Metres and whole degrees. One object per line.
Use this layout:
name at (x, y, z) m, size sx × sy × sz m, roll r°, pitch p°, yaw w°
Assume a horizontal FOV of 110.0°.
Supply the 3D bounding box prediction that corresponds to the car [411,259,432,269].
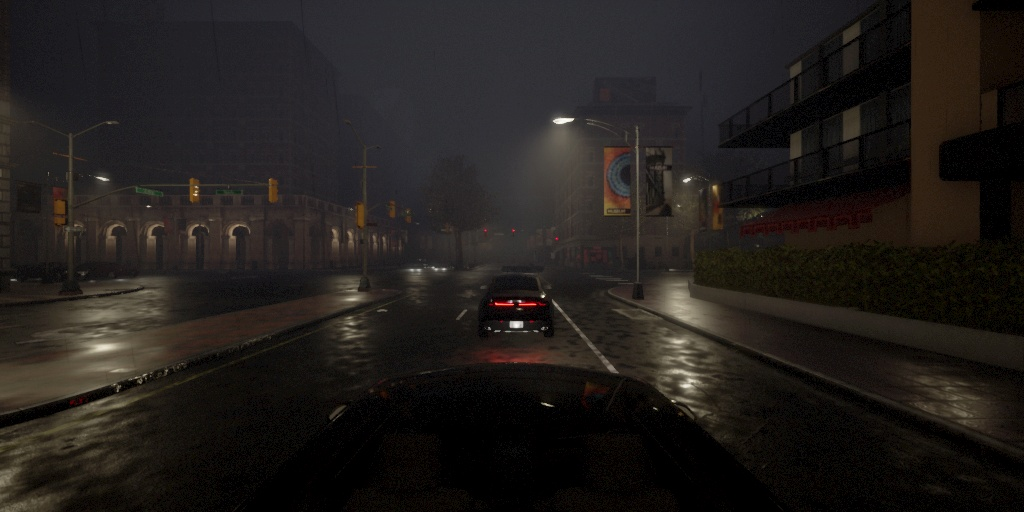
car at (-14.857, 1.241, 57.911) m, size 2.128 × 1.511 × 4.902 m, roll 0°, pitch 0°, yaw 0°

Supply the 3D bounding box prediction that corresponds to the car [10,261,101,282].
car at (-36.930, 1.241, 28.836) m, size 4.902 × 1.511 × 2.128 m, roll 0°, pitch 0°, yaw 0°

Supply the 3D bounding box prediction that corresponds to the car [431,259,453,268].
car at (-11.352, 1.314, 58.682) m, size 1.994 × 1.385 × 4.181 m, roll 0°, pitch 0°, yaw 0°

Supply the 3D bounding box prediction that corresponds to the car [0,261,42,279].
car at (-46.128, 1.228, 32.356) m, size 5.008 × 1.535 × 1.882 m, roll 0°, pitch 0°, yaw 0°

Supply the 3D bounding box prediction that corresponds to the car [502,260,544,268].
car at (1.101, 1.351, 39.584) m, size 4.718 × 1.301 × 1.895 m, roll 0°, pitch 0°, yaw 0°

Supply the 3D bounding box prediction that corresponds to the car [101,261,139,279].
car at (-36.674, 1.228, 32.335) m, size 5.008 × 1.535 × 1.882 m, roll 0°, pitch 0°, yaw 0°

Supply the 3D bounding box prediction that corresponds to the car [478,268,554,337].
car at (0.109, 1.255, 10.285) m, size 1.837 × 1.490 × 4.892 m, roll 0°, pitch 0°, yaw 0°
